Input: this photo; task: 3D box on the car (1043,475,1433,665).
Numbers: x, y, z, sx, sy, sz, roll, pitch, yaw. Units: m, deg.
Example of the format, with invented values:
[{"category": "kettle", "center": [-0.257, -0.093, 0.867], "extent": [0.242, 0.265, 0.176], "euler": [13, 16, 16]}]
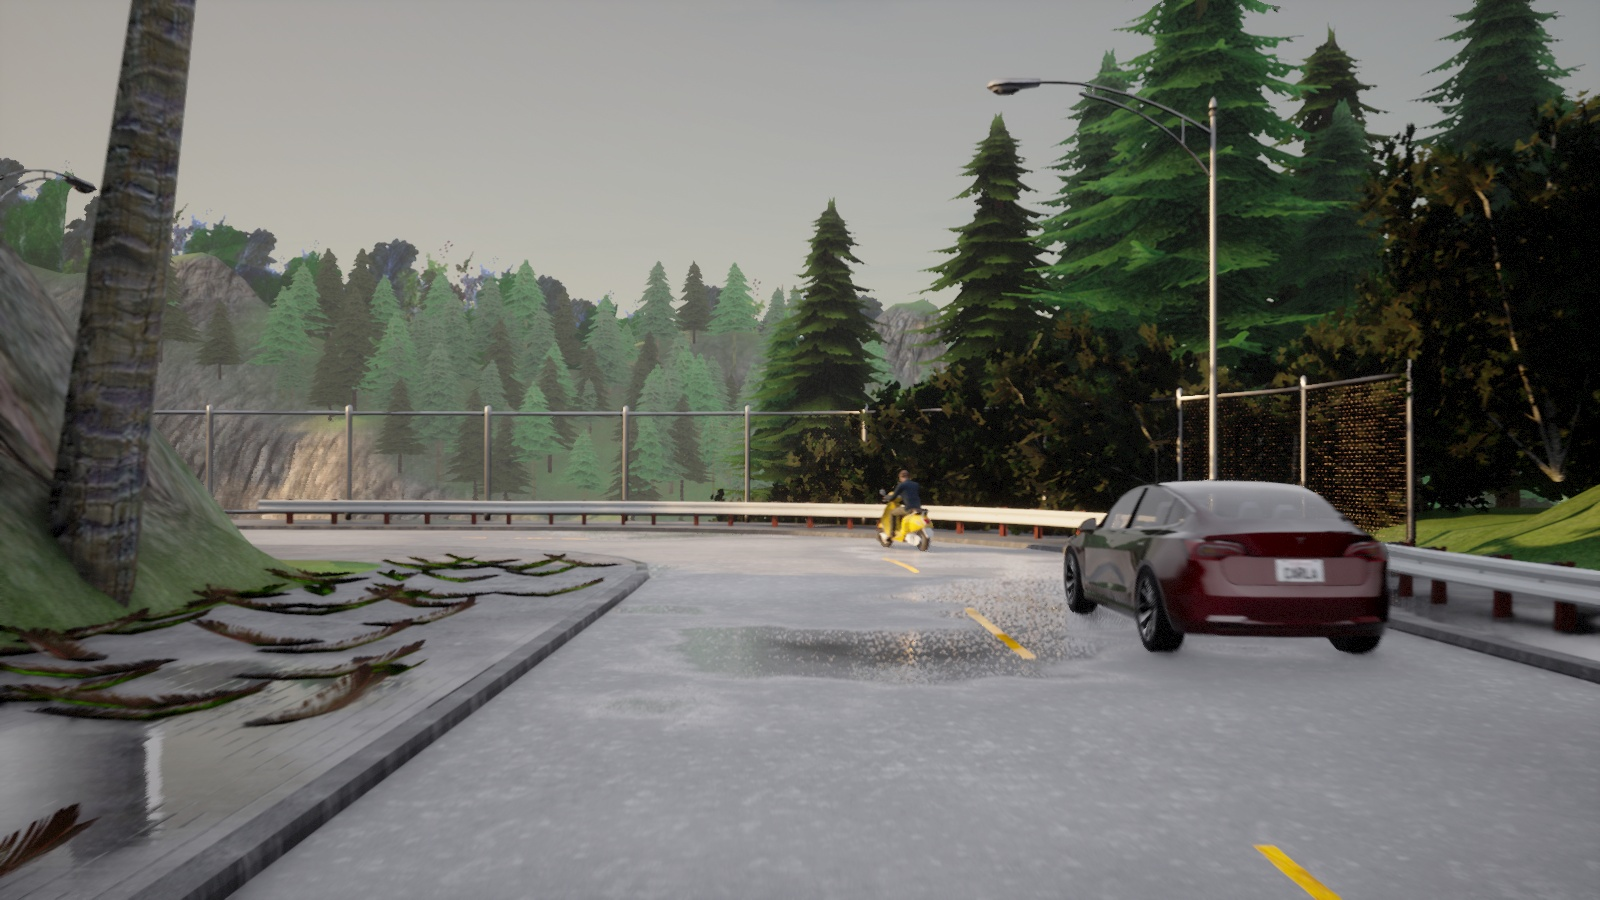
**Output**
[{"category": "car", "center": [3.965, 1.007, 12.427], "extent": [2.163, 1.488, 4.792], "euler": [0, -1, 0]}]

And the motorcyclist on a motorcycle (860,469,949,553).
[{"category": "motorcyclist on a motorcycle", "center": [2.061, 1.182, 25.080], "extent": [0.866, 1.590, 1.817], "euler": [-1, 0, -29]}]
